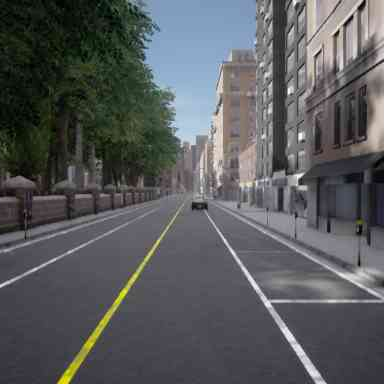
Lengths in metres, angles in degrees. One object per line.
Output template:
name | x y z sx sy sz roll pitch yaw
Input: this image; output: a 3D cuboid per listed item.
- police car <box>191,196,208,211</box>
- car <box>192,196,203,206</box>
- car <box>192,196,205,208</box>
police car | 0.900 1.407 39.971 1.930 1.638 5.238 0 0 0
car | 0.900 1.501 55.860 1.812 1.442 4.674 0 0 0
car | 0.899 1.431 50.050 1.801 1.575 5.366 0 0 0
